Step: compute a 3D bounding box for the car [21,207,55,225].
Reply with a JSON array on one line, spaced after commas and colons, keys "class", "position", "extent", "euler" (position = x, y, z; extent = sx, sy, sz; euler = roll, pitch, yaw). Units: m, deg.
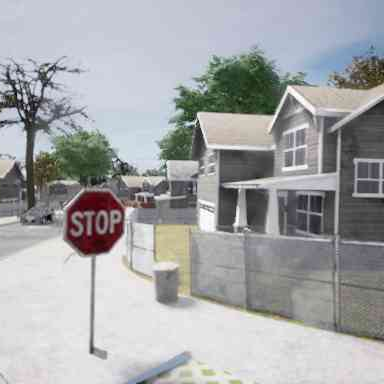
[{"class": "car", "position": [-14.014, 2.148, 30.471], "extent": [2.128, 1.511, 4.902], "euler": [1, -1, -8]}]
